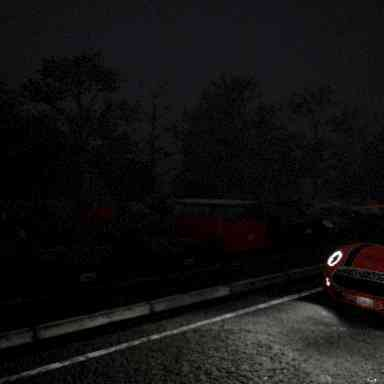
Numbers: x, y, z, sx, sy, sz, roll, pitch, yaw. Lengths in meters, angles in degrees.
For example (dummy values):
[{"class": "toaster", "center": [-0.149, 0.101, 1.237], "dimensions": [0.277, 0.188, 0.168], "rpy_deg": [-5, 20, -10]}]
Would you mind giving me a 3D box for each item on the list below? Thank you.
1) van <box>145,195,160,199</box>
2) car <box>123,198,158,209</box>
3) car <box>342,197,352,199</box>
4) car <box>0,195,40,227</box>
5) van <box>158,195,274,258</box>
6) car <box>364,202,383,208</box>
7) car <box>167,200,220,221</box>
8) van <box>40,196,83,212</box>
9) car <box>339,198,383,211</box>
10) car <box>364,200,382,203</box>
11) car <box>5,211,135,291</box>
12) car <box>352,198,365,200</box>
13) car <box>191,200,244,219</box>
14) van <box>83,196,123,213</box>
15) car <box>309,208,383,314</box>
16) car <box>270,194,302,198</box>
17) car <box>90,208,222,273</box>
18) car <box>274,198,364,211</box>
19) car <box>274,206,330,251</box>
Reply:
[{"class": "van", "center": [-2.150, 1.243, 26.546], "dimensions": [1.878, 1.987, 4.442], "rpy_deg": [0, 0, -36]}, {"class": "car", "center": [-4.487, 1.472, 25.025], "dimensions": [2.097, 1.535, 5.008], "rpy_deg": [0, 0, -35]}, {"class": "car", "center": [15.832, 1.614, 39.454], "dimensions": [2.002, 1.452, 4.674], "rpy_deg": [0, 0, -35]}, {"class": "car", "center": [-11.242, 1.240, 20.184], "dimensions": [2.435, 2.045, 5.566], "rpy_deg": [0, 0, -35]}, {"class": "van", "center": [0.707, 1.255, 12.807], "dimensions": [1.878, 1.987, 4.442], "rpy_deg": [0, 0, -35]}, {"class": "car", "center": [7.569, 1.471, 17.532], "dimensions": [2.231, 1.521, 4.892], "rpy_deg": [0, 0, -35]}, {"class": "car", "center": [0.013, 1.498, 28.252], "dimensions": [2.163, 1.488, 4.792], "rpy_deg": [0, 0, -35]}, {"class": "van", "center": [-8.933, 1.259, 21.716], "dimensions": [1.878, 1.987, 4.442], "rpy_deg": [0, 0, -35]}, {"class": "car", "center": [22.507, 1.626, 44.194], "dimensions": [2.097, 1.535, 5.008], "rpy_deg": [0, 0, -35]}, {"class": "car", "center": [9.714, 1.473, 19.291], "dimensions": [1.946, 1.575, 5.366], "rpy_deg": [0, 0, -35]}, {"class": "car", "center": [-3.734, 1.523, 9.472], "dimensions": [2.163, 1.488, 4.792], "rpy_deg": [0, 0, -35]}, {"class": "car", "center": [18.106, 1.621, 41.037], "dimensions": [2.163, 1.488, 4.792], "rpy_deg": [0, 0, -35]}, {"class": "car", "center": [2.165, 1.504, 29.781], "dimensions": [2.163, 1.488, 4.792], "rpy_deg": [0, 0, -35]}, {"class": "van", "center": [-6.810, 1.253, 23.511], "dimensions": [1.878, 1.987, 4.442], "rpy_deg": [0, 0, -35]}, {"class": "car", "center": [4.873, 1.344, 7.174], "dimensions": [4.553, 1.767, 2.097], "rpy_deg": [0, 0, -36]}, {"class": "car", "center": [9.042, 1.269, 34.667], "dimensions": [2.435, 2.045, 5.566], "rpy_deg": [0, 0, -35]}, {"class": "car", "center": [-1.471, 1.516, 11.080], "dimensions": [2.163, 1.488, 4.792], "rpy_deg": [0, 0, -35]}, {"class": "car", "center": [5.281, 1.345, 15.952], "dimensions": [2.185, 1.767, 4.553], "rpy_deg": [0, 0, -35]}, {"class": "car", "center": [3.022, 1.504, 14.344], "dimensions": [2.163, 1.488, 4.792], "rpy_deg": [0, 0, -35]}]
